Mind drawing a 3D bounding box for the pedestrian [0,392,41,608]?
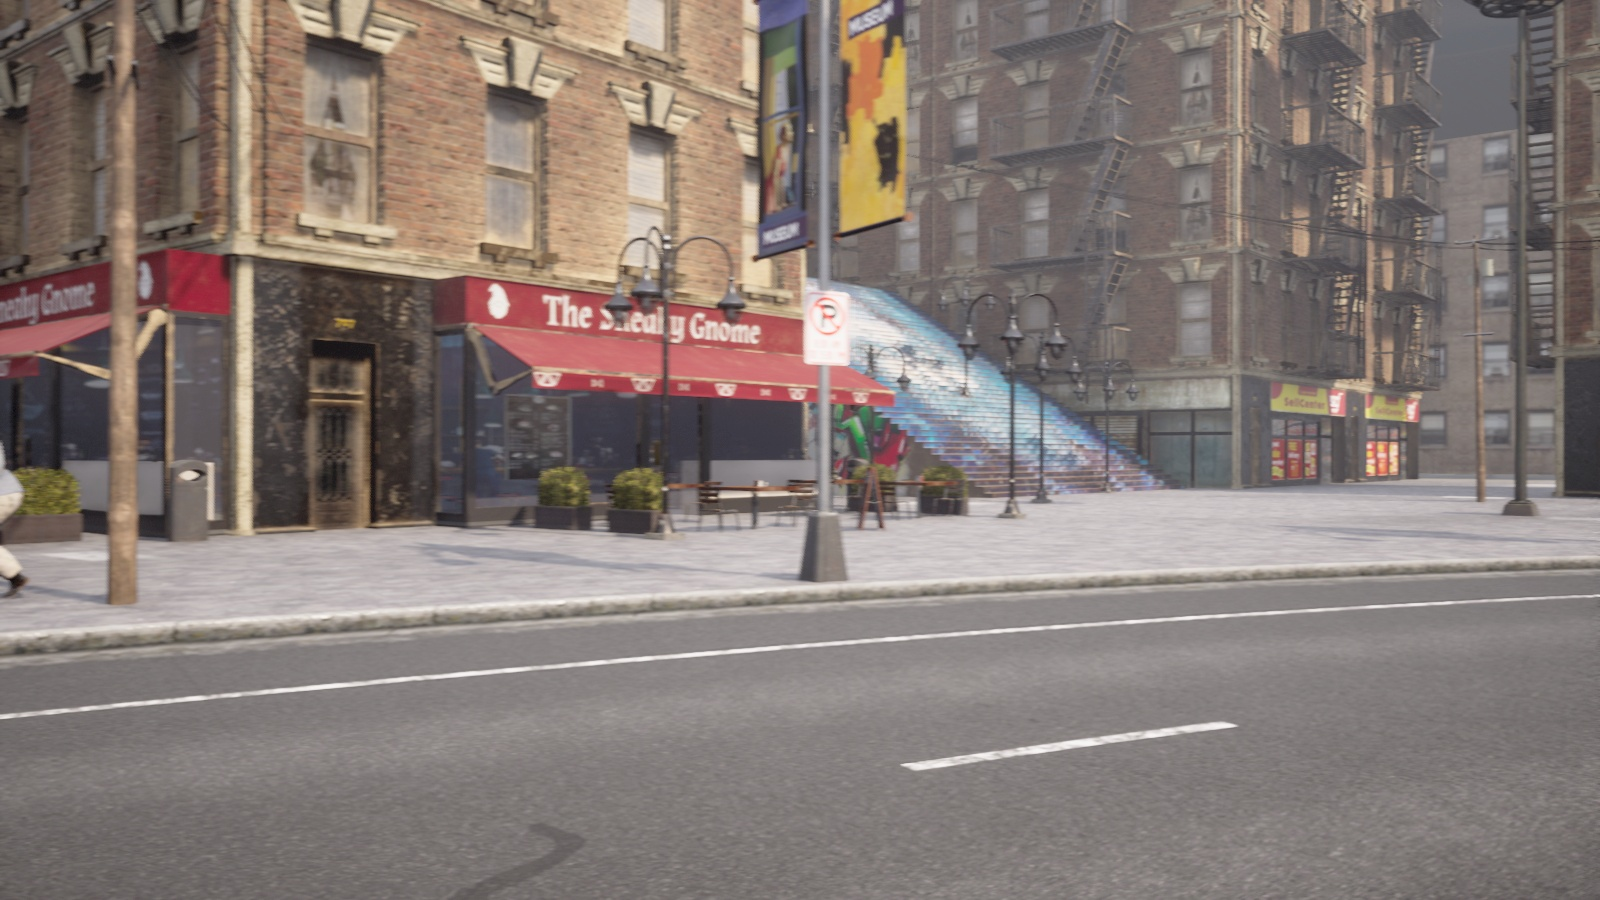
[{"bbox_3d":[-7.264,0.430,10.988,0.900,1.855,0.874,0,0,-43],"label":"pedestrian"}]
